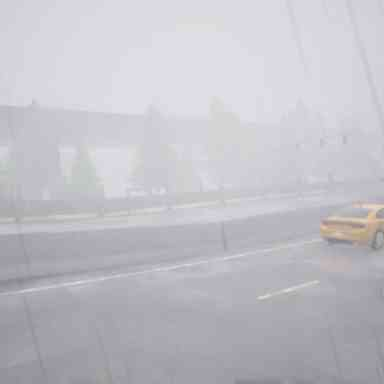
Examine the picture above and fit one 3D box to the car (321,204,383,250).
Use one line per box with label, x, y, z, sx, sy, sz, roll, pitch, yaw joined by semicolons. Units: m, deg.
car;7.238;1.227;13.364;5.008;1.535;1.882;-4;2;-36
